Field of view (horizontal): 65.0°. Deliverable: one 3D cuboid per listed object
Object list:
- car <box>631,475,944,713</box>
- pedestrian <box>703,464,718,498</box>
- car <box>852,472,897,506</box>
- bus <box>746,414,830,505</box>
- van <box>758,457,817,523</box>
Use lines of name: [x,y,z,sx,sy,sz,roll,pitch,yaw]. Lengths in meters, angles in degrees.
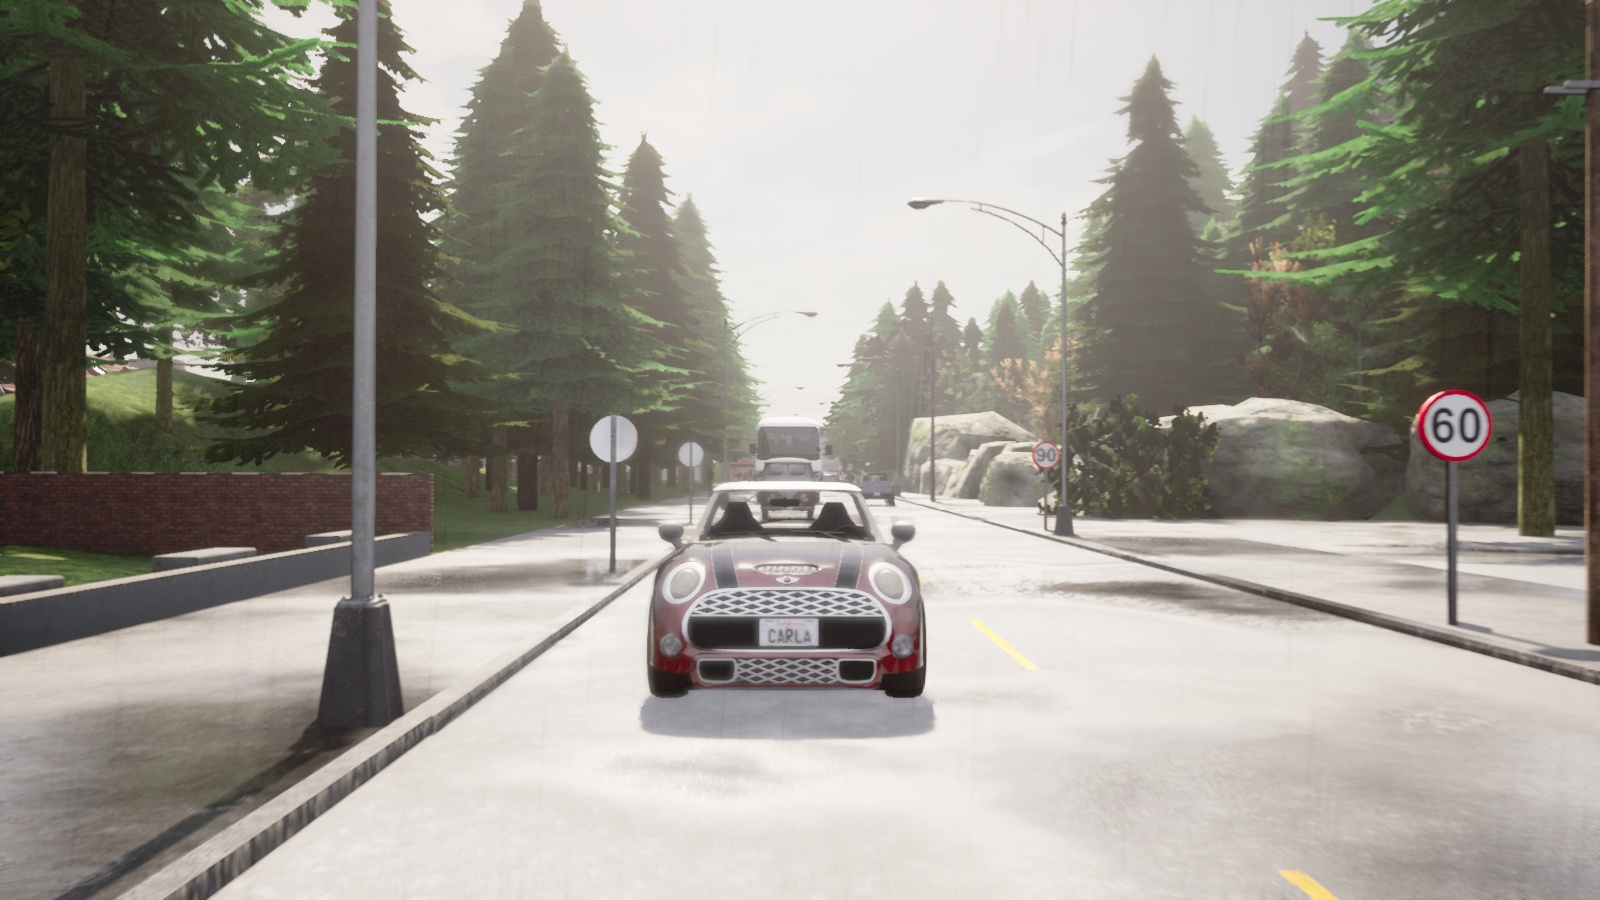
car: [-0.098,0.945,9.841,1.970,1.475,3.806,0,-1,-1]
pedestrian: [-4.950,1.713,69.542,0.726,1.842,0.402,0,-1,-31]
car: [3.441,1.795,58.697,1.845,1.501,3.633,0,-1,0]
bus: [-0.611,0.512,63.976,3.944,4.253,10.273,0,-1,0]
van: [-0.402,1.246,40.479,1.775,1.987,4.442,0,-1,-1]
